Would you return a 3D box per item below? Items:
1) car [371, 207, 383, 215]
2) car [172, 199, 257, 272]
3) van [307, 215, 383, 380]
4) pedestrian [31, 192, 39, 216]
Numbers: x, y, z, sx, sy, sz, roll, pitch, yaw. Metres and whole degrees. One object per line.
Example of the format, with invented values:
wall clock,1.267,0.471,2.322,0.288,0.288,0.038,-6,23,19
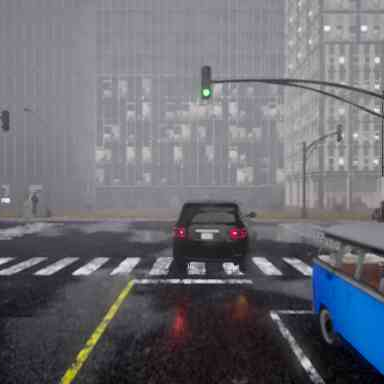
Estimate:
car,15.234,1.365,23.053,5.009,1.841,2.192,0,0,0
car,0.936,1.262,11.160,2.150,2.045,5.566,-1,-1,12
van,2.676,1.344,3.721,1.690,1.788,3.998,-1,0,0
pedestrian,-12.398,0.916,26.150,0.375,1.860,0.375,0,0,0
